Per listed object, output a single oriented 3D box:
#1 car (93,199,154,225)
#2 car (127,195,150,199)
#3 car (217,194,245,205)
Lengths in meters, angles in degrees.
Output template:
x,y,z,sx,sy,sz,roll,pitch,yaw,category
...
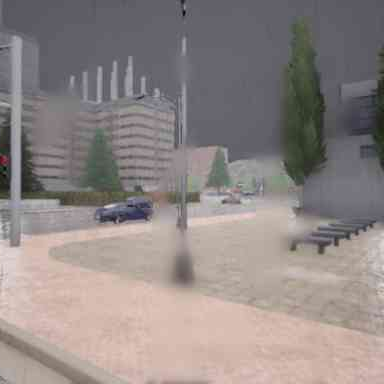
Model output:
x,y,z,sx,sy,sz,roll,pitch,yaw,category
-4.712,1.433,23.440,1.812,1.442,4.674,0,0,37,car
-6.651,1.205,38.628,2.097,1.767,4.553,0,0,37,car
6.564,1.442,56.182,1.994,1.385,4.181,0,0,37,car
